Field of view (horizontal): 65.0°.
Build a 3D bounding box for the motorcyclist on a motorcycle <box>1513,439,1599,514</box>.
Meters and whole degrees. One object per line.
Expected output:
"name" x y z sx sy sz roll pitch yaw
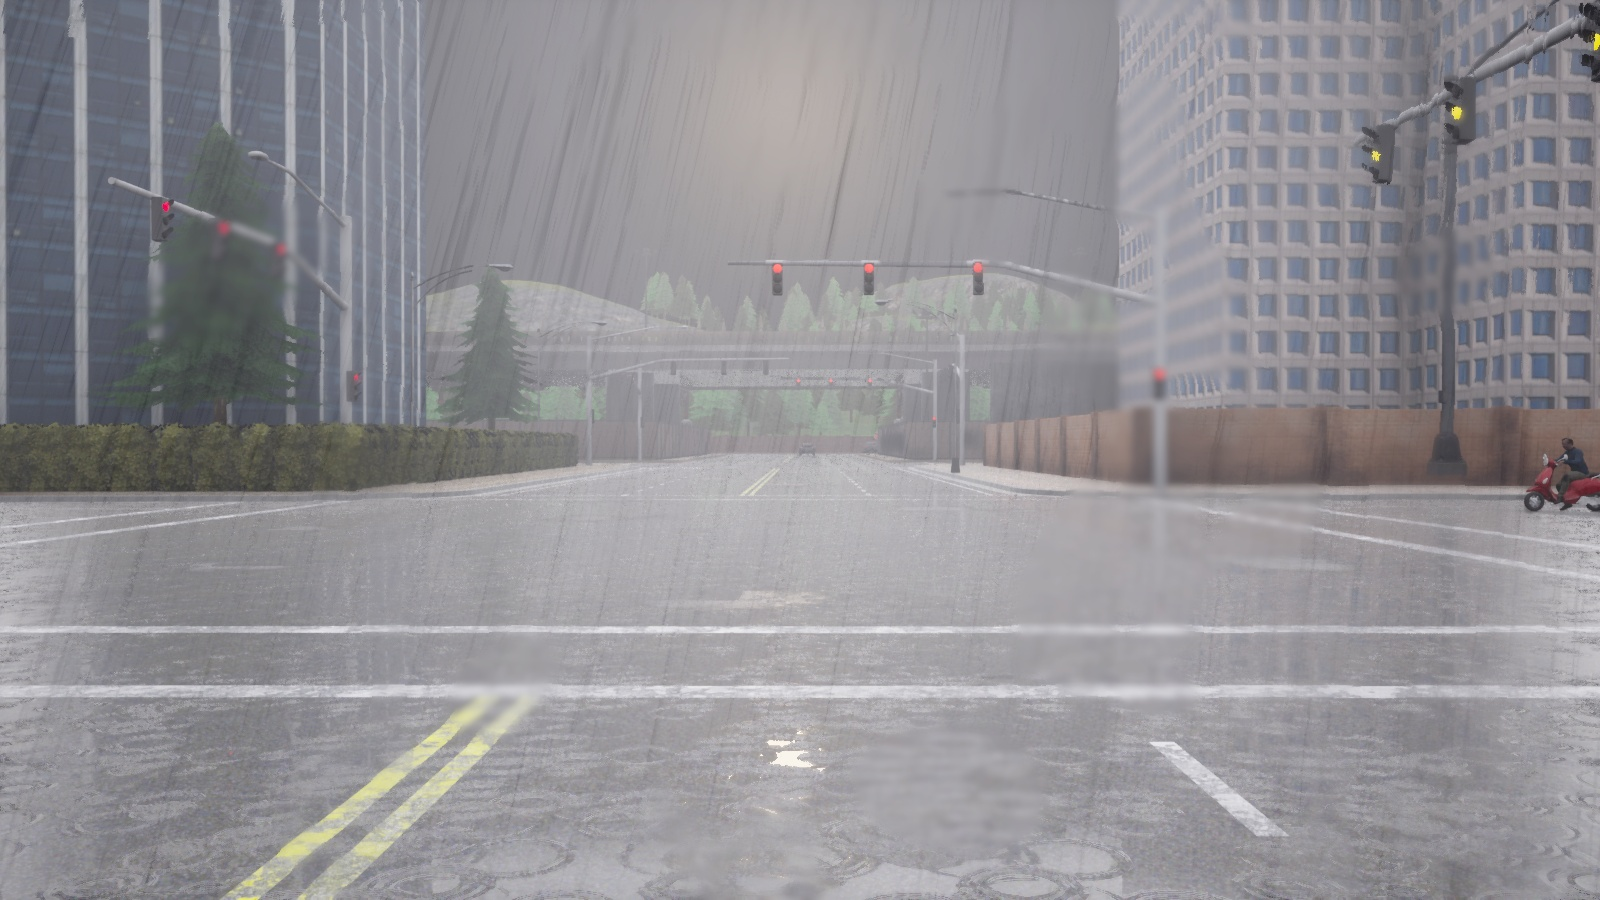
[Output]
"motorcyclist on a motorcycle" 16.569 0.560 27.136 1.817 1.590 0.866 0 0 1
